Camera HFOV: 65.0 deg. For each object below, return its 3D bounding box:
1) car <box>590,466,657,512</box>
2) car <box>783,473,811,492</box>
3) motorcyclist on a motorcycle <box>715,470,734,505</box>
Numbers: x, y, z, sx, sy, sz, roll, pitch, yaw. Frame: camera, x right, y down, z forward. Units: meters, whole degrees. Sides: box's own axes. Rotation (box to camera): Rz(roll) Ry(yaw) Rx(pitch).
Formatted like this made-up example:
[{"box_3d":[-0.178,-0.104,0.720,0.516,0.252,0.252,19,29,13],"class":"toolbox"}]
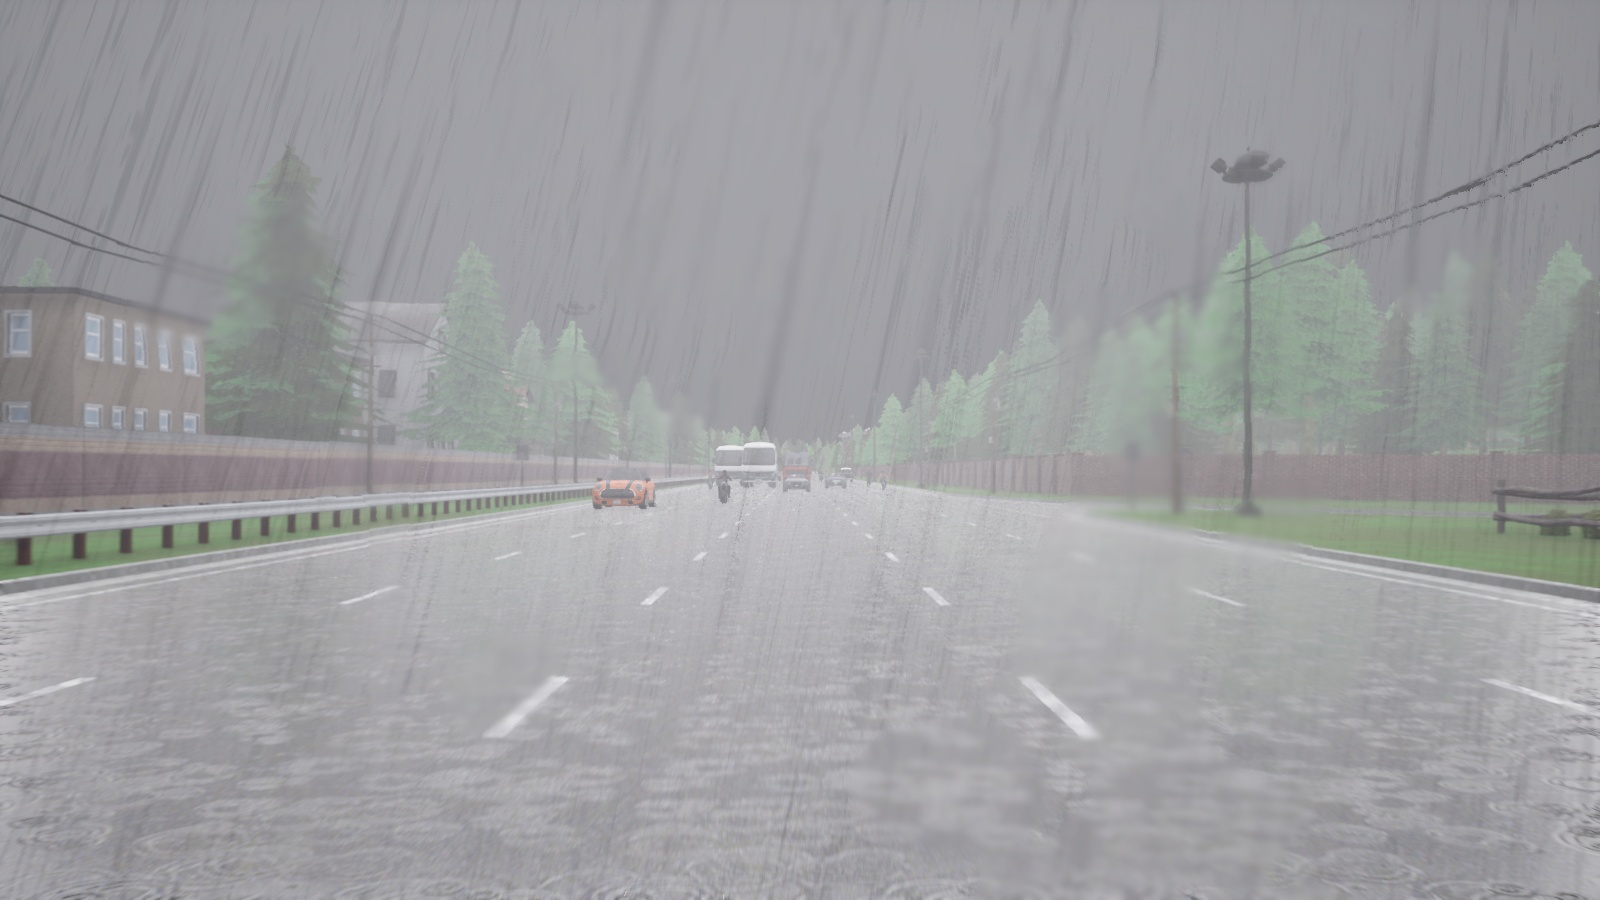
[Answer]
[{"box_3d":[-7.127,1.558,51.220,2.097,1.767,4.553,0,-1,0],"class":"car"},{"box_3d":[-0.232,2.458,94.426,1.994,1.385,4.181,0,-1,0],"class":"car"},{"box_3d":[-3.651,1.798,60.991,0.766,1.649,2.350,0,-1,0],"class":"motorcyclist on a motorcycle"}]
